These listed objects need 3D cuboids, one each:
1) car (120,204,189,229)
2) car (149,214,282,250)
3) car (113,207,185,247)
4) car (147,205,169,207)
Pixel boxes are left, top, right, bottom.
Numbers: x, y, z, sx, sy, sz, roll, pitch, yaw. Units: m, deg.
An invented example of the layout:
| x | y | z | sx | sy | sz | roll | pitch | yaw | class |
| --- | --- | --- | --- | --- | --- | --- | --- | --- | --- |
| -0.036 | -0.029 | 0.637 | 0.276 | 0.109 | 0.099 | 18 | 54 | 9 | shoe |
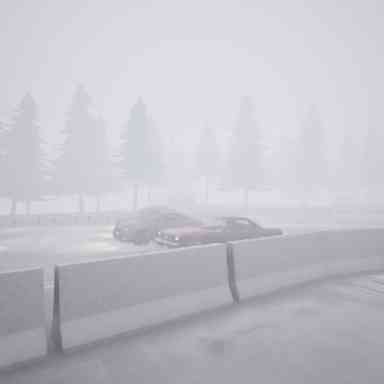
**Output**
| x | y | z | sx | sy | sz | roll | pitch | yaw | class |
| --- | --- | --- | --- | --- | --- | --- | --- | --- | --- |
| -2.535 | 1.564 | 22.403 | 4.181 | 1.385 | 1.994 | 0 | 0 | -28 | car |
| 1.039 | 1.601 | 12.542 | 4.718 | 1.301 | 1.895 | 0 | 0 | -29 | car |
| -1.413 | 1.564 | 15.090 | 4.181 | 1.385 | 1.994 | 0 | 0 | -29 | car |
| -2.097 | 1.564 | 18.683 | 4.181 | 1.385 | 1.994 | 0 | 0 | -29 | car |
